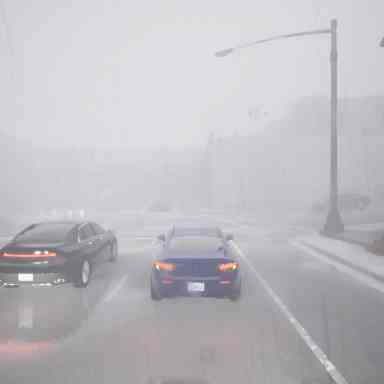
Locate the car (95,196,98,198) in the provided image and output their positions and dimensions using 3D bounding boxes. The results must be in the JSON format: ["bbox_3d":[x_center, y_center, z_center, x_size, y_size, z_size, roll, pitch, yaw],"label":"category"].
[{"bbox_3d":[-14.909,1.478,53.702,1.882,1.535,5.008,0,0,-1],"label":"car"}]

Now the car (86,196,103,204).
[{"bbox_3d":[-18.587,1.505,63.641,1.837,1.490,4.892,0,0,-1],"label":"car"}]

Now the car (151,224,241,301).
[{"bbox_3d":[0.091,1.526,8.230,1.812,1.442,4.674,0,0,0],"label":"car"}]

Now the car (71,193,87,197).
[{"bbox_3d":[-18.404,1.221,53.492,2.150,2.045,5.566,0,0,-1],"label":"car"}]

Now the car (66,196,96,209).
[{"bbox_3d":[-14.697,1.601,44.306,1.895,1.301,4.718,0,0,-1],"label":"car"}]

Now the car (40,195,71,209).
[{"bbox_3d":[-18.188,1.352,43.941,2.097,1.767,4.553,0,0,-1],"label":"car"}]

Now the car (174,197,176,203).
[{"bbox_3d":[-4.478,1.526,64.375,1.812,1.442,4.674,0,0,-1],"label":"car"}]

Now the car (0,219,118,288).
[{"bbox_3d":[-3.399,1.505,9.243,1.837,1.490,4.892,0,0,0],"label":"car"}]

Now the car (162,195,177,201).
[{"bbox_3d":[-5.785,1.553,85.284,1.994,1.385,4.181,0,0,24],"label":"car"}]

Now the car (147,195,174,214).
[{"bbox_3d":[-3.638,1.352,36.154,2.097,1.767,4.553,0,0,-13],"label":"car"}]

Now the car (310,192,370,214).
[{"bbox_3d":[12.537,0.892,28.391,4.892,1.490,1.837,-7,0,0],"label":"car"}]
